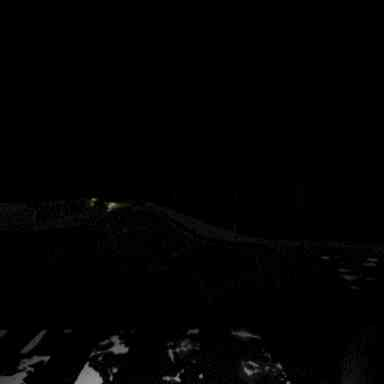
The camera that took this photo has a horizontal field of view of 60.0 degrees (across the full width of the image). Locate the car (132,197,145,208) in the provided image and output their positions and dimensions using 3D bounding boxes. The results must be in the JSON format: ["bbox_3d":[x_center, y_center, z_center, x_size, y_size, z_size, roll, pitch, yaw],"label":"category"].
[{"bbox_3d":[-9.363,1.912,58.455,1.882,1.535,5.008,0,-1,-11],"label":"car"}]

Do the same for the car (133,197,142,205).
[{"bbox_3d":[-11.290,1.889,68.698,1.837,1.490,4.892,0,-1,-11],"label":"car"}]
